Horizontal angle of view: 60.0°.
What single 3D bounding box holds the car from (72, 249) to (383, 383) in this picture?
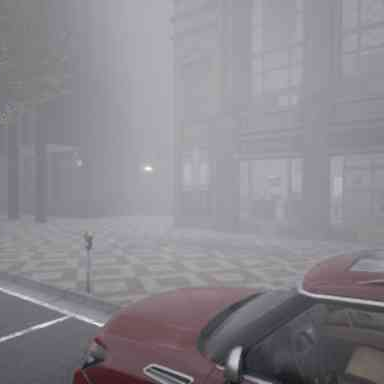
[{"bbox_3d":[1.420,1.315,2.068,5.009,1.841,2.192,0,0,36],"label":"car"}]
